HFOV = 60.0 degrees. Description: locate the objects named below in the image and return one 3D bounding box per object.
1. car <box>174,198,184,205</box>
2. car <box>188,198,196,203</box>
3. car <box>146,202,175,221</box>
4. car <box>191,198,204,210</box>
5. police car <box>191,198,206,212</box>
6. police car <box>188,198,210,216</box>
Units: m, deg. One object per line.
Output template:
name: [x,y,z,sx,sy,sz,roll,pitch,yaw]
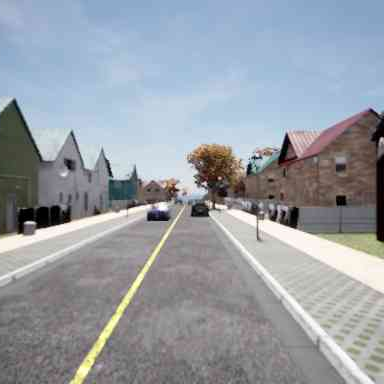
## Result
car: [-2.759,2.042,70.579,1.837,1.490,4.892,0,-1,0]
car: [-0.011,2.202,87.837,1.994,1.385,4.181,0,-1,0]
car: [-2.851,1.764,29.353,1.895,1.301,4.718,0,0,0]
car: [0.818,1.797,51.113,1.801,1.575,5.366,0,0,0]
police car: [0.819,1.717,45.033,1.930,1.638,5.238,0,0,0]
police car: [0.821,1.635,35.033,1.930,1.638,5.238,0,0,0]
